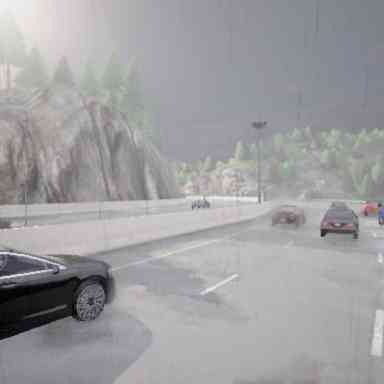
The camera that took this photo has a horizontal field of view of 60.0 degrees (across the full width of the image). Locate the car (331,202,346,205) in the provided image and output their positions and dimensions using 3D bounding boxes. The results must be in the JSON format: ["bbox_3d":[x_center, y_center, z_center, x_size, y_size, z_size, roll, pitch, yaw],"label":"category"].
[{"bbox_3d":[16.256,1.813,36.904,2.033,1.411,5.357,0,0,20],"label":"car"}]

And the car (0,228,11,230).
[{"bbox_3d":[-10.432,1.655,13.891,2.033,1.411,5.357,0,0,31],"label":"car"}]

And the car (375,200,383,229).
[{"bbox_3d":[14.019,1.384,22.518,2.150,2.045,5.566,0,0,25],"label":"car"}]

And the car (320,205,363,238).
[{"bbox_3d":[8.334,1.683,18.695,2.033,1.411,5.357,0,0,27],"label":"car"}]

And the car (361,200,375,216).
[{"bbox_3d":[19.571,1.609,35.938,2.097,1.767,4.553,0,-1,21],"label":"car"}]

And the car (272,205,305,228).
[{"bbox_3d":[7.033,1.701,24.088,1.812,1.442,4.674,0,0,26],"label":"car"}]

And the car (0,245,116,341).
[{"bbox_3d":[-3.313,1.531,5.075,2.128,1.511,4.902,0,-1,32],"label":"car"}]
